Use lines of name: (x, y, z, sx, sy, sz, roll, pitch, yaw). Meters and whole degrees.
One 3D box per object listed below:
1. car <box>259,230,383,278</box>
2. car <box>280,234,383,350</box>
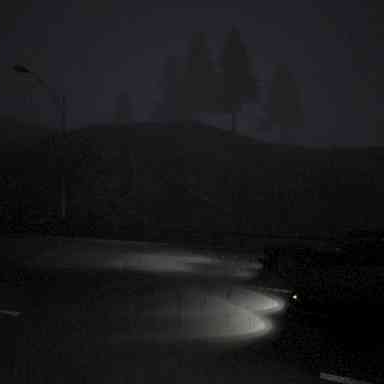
car: (4.218, 1.669, 8.727, 4.718, 1.301, 1.895, 0, 0, 24)
car: (4.244, 1.599, 4.907, 5.357, 1.411, 2.033, 0, 0, 25)
